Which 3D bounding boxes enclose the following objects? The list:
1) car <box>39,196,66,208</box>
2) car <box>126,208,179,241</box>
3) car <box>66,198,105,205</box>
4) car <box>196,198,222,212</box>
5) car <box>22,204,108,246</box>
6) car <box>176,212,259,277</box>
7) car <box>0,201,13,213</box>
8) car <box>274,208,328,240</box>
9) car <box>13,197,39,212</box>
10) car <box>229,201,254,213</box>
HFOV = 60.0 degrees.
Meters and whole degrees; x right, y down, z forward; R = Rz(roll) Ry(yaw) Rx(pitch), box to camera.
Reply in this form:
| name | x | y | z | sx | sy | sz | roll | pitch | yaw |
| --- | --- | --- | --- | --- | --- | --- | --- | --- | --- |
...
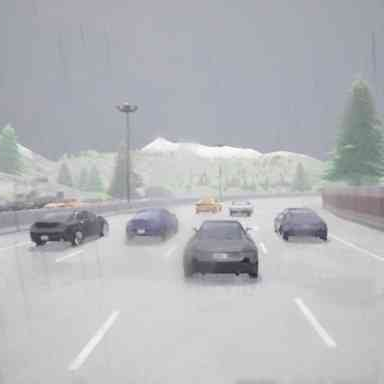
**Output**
| name | x | y | z | sx | sy | sz | roll | pitch | yaw |
| --- | --- | --- | --- | --- | --- | --- | --- | --- | --- |
| car | -15.134 | 1.558 | 38.933 | 2.097 | 1.767 | 4.553 | -1 | 0 | 16 |
| car | -1.864 | 1.515 | 16.497 | 1.812 | 1.442 | 4.674 | -1 | 0 | 8 |
| car | -11.766 | 1.505 | 37.982 | 2.097 | 1.767 | 4.553 | -1 | 0 | 16 |
| car | 1.758 | 1.370 | 33.629 | 1.882 | 1.535 | 5.008 | -1 | 0 | 15 |
| car | -5.518 | 1.552 | 15.566 | 1.837 | 1.490 | 4.892 | -1 | 0 | 8 |
| car | 0.888 | 1.526 | 10.130 | 1.994 | 1.385 | 4.181 | -1 | 0 | 6 |
| car | -21.875 | 1.803 | 40.807 | 1.837 | 1.490 | 4.892 | -1 | 0 | 16 |
| car | 5.190 | 1.445 | 16.295 | 1.994 | 1.385 | 4.181 | -1 | 0 | 8 |
| car | -18.506 | 1.350 | 39.884 | 2.097 | 1.767 | 4.553 | -1 | 0 | 16 |
| car | 4.681 | 1.454 | 31.131 | 1.895 | 1.301 | 4.718 | -1 | 0 | 15 |
